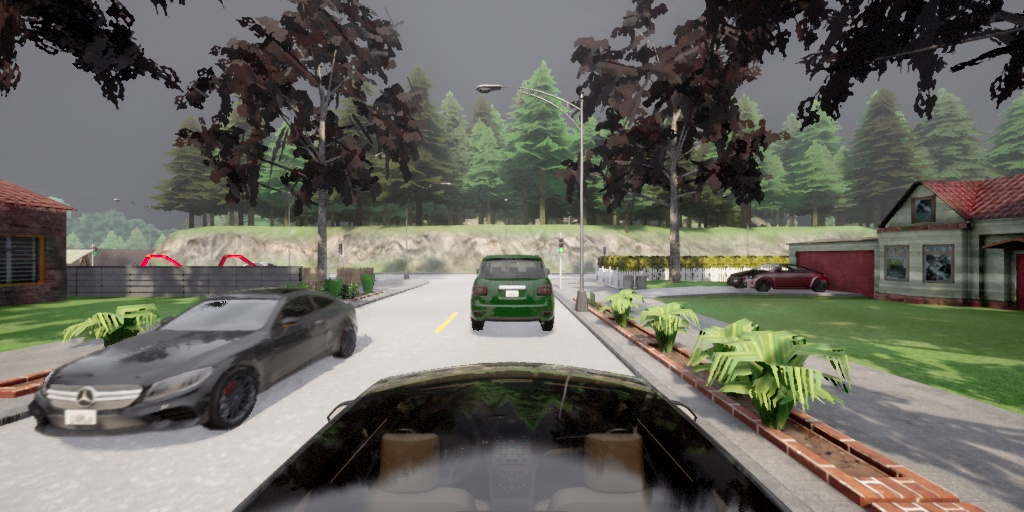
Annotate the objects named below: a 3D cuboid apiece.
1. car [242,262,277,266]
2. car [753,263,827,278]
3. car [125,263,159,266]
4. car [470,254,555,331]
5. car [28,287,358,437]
[{"bbox_3d":[-23.248,1.276,33.558,4.674,1.442,1.812,0,0,0],"label":"car"},{"bbox_3d":[29.115,0.971,37.680,5.566,2.045,2.150,0,0,0],"label":"car"},{"bbox_3d":[-34.376,1.314,33.582,4.181,1.385,1.994,0,0,0],"label":"car"},{"bbox_3d":[0.031,0.972,11.086,2.150,2.045,5.566,0,0,1],"label":"car"},{"bbox_3d":[-4.095,1.276,5.737,1.812,1.442,4.674,0,0,0],"label":"car"}]
